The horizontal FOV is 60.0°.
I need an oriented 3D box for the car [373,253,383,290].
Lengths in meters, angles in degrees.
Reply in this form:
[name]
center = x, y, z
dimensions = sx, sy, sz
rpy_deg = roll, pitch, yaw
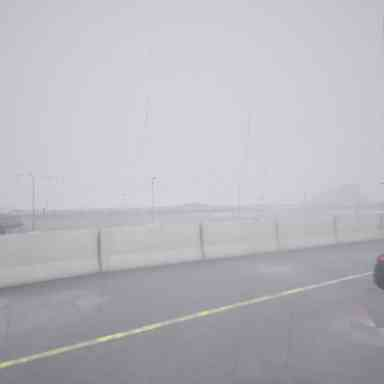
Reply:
[car]
center = 6.069, 1.557, 7.604
dimensions = 4.181, 1.385, 1.994
rpy_deg = 0, 0, -32
